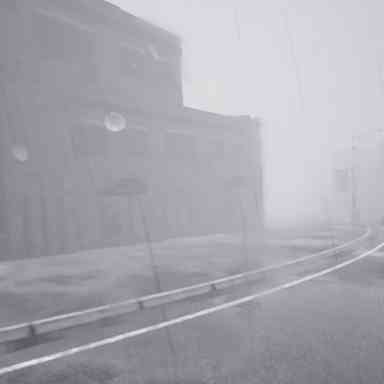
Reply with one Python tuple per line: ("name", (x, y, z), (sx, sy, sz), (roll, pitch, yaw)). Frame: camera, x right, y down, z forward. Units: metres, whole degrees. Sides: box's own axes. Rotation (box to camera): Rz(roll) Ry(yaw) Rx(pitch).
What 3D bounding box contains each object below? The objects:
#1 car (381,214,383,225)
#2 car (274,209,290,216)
("car", (17.751, 2.212, 28.841), (1.812, 1.442, 4.674), (-2, -3, 20))
("car", (18.984, 4.342, 70.195), (1.994, 1.385, 4.181), (-3, -3, -10))
